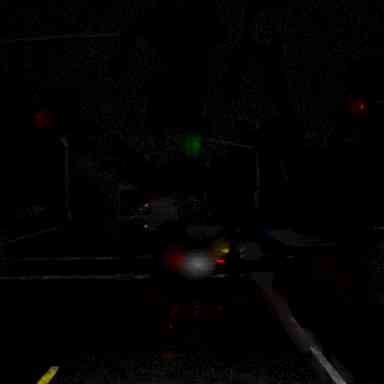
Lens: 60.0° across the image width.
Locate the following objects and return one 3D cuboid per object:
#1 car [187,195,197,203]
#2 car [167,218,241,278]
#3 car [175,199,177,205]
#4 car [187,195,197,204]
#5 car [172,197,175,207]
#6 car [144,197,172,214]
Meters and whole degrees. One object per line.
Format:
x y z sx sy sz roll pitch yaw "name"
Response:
-0.020 1.485 72.772 2.128 1.511 4.902 0 0 0 "car"
0.488 1.518 10.072 1.812 1.442 4.674 0 0 9 "car"
-3.580 1.496 54.182 1.812 1.442 4.674 0 0 1 "car"
0.004 1.566 62.662 1.895 1.301 4.718 0 0 0 "car"
-3.606 1.501 44.105 1.812 1.442 4.674 0 0 0 "car"
-3.602 1.333 34.271 2.097 1.767 4.553 0 0 2 "car"
